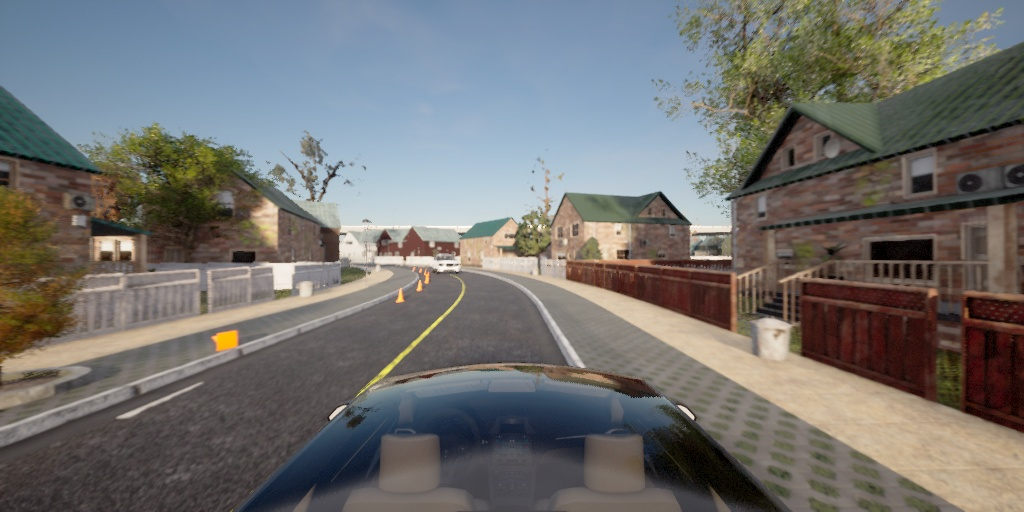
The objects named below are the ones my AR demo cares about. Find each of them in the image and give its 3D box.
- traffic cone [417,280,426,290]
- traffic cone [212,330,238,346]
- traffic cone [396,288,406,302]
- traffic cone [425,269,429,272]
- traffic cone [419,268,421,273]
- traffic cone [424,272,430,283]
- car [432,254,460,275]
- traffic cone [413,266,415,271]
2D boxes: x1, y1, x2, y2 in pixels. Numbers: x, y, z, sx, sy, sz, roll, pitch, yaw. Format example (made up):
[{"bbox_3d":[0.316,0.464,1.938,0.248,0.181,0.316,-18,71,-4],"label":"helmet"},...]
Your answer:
[{"bbox_3d":[-5.210,1.630,20.284,0.340,0.580,0.340,0,0,-7],"label":"traffic cone"},{"bbox_3d":[-5.625,1.377,7.092,0.340,0.580,0.340,0,0,28],"label":"traffic cone"},{"bbox_3d":[-4.801,1.655,15.463,0.340,0.580,0.340,0,0,-3],"label":"traffic cone"},{"bbox_3d":[-6.956,1.580,29.798,0.340,0.580,0.340,0,0,-14],"label":"traffic cone"},{"bbox_3d":[-9.920,1.532,39.006,0.340,0.580,0.340,0,0,-22],"label":"traffic cone"},{"bbox_3d":[-5.930,1.605,25.069,0.340,0.580,0.340,0,0,-10],"label":"traffic cone"},{"bbox_3d":[-6.811,0.811,36.601,2.150,2.045,5.566,0,0,-19],"label":"car"},{"bbox_3d":[-11.844,1.510,43.446,0.340,0.580,0.340,0,0,-25],"label":"traffic cone"}]
